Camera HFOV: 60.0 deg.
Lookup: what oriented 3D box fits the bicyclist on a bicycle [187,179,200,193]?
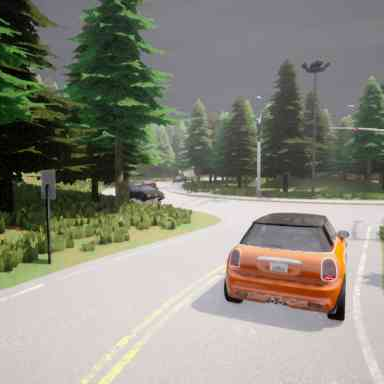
[{"bbox_3d":[0.159,-0.643,37.310,1.656,1.620,0.582,-3,5,-28],"label":"bicyclist on a bicycle"}]

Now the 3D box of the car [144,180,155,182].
[{"bbox_3d":[-5.575,-0.817,42.694,1.882,1.535,5.008,-2,4,-11],"label":"car"}]

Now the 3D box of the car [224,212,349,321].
[{"bbox_3d":[2.359,1.241,7.548,2.097,1.767,4.553,2,2,25],"label":"car"}]

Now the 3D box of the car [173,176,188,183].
[{"bbox_3d":[-2.179,-2.563,68.216,1.812,1.442,4.674,2,4,27],"label":"car"}]

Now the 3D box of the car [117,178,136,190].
[{"bbox_3d":[-9.534,-1.189,48.665,1.837,1.490,4.892,0,4,-1],"label":"car"}]

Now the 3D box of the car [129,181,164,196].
[{"bbox_3d":[-4.522,0.078,30.804,2.033,1.411,5.357,-3,5,-35],"label":"car"}]
